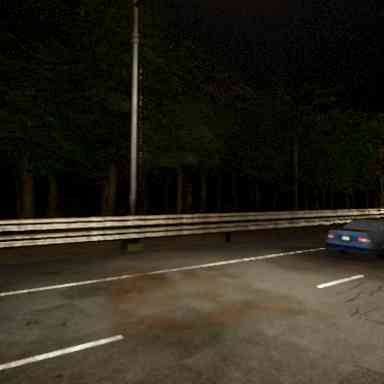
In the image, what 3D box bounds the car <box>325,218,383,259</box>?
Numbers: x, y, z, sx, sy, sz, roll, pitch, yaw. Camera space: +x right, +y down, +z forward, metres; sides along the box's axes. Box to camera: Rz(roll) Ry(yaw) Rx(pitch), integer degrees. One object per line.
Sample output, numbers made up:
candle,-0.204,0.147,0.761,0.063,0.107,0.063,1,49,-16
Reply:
car,7.592,1.753,13.459,5.357,1.411,2.033,1,-1,-35
